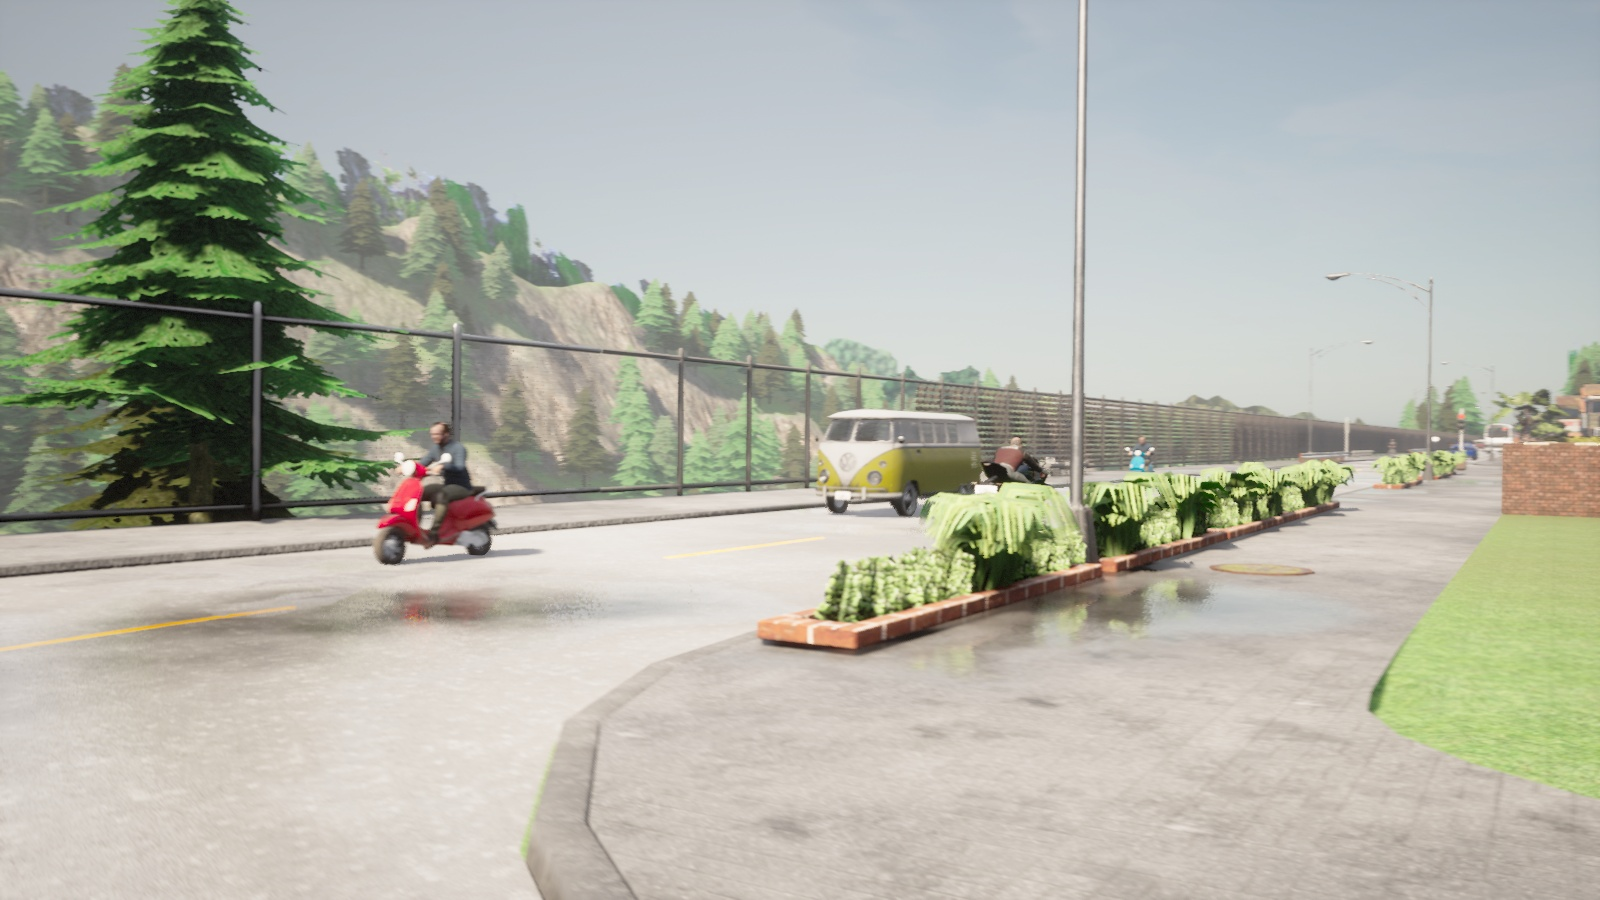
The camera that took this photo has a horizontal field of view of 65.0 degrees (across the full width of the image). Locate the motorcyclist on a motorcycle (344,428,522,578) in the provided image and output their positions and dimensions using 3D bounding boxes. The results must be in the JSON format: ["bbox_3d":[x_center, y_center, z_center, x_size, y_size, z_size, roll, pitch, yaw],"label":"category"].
[{"bbox_3d":[-4.139,0.552,14.301,0.866,1.590,1.817,0,1,31],"label":"motorcyclist on a motorcycle"}]

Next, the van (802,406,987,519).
[{"bbox_3d":[1.942,0.196,24.466,1.775,1.987,4.442,0,1,31],"label":"van"}]

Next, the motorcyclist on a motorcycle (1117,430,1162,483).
[{"bbox_3d":[10.499,0.179,38.758,0.866,1.590,1.817,0,1,31],"label":"motorcyclist on a motorcycle"}]

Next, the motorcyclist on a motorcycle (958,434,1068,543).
[{"bbox_3d":[3.226,0.533,18.832,0.866,1.530,2.191,0,1,31],"label":"motorcyclist on a motorcycle"}]
